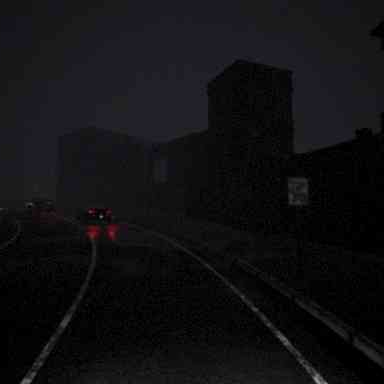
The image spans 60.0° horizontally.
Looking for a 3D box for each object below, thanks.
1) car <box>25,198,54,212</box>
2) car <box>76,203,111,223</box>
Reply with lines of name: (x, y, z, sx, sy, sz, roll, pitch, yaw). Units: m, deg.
car: (-17.336, 1.381, 37.738, 2.128, 1.511, 4.902, 4, -2, -44)
car: (-7.667, 1.575, 25.791, 1.812, 1.442, 4.674, 3, -1, -30)
